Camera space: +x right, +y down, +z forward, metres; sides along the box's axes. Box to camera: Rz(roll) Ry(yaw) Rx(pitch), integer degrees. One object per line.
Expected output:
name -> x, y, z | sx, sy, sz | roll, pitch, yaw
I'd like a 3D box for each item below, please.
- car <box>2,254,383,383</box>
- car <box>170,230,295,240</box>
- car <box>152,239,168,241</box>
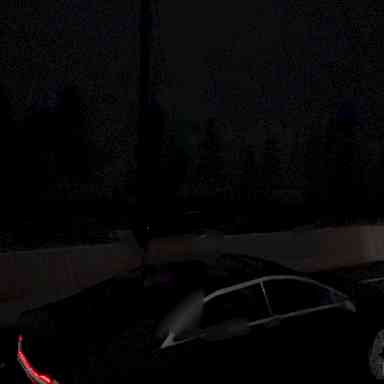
car -> 0.586, 1.521, 3.924 | 4.902, 1.511, 2.128 | 1, 0, -34
car -> 1.891, 1.593, 13.158 | 4.902, 1.511, 2.128 | 1, 0, -29
car -> -0.470, 1.585, 15.827 | 4.902, 1.511, 2.128 | 1, -1, -29
